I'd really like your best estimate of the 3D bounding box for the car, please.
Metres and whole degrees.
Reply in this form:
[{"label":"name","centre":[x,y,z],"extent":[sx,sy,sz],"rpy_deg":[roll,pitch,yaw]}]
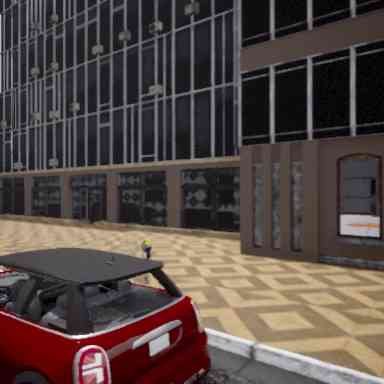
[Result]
[{"label":"car","centre":[-1.881,1.437,4.228],"extent":[4.097,1.590,1.967],"rpy_deg":[0,0,36]}]
